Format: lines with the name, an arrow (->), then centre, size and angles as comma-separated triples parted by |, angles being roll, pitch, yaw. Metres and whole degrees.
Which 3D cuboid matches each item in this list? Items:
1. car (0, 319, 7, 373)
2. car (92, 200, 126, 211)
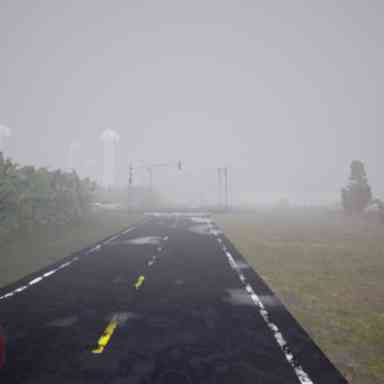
car -> -2.847, 1.545, 1.713 | 1.812, 1.442, 4.674 | 0, -1, 0
car -> -11.695, 1.908, 46.680 | 4.674, 1.442, 1.812 | 1, -2, -3
